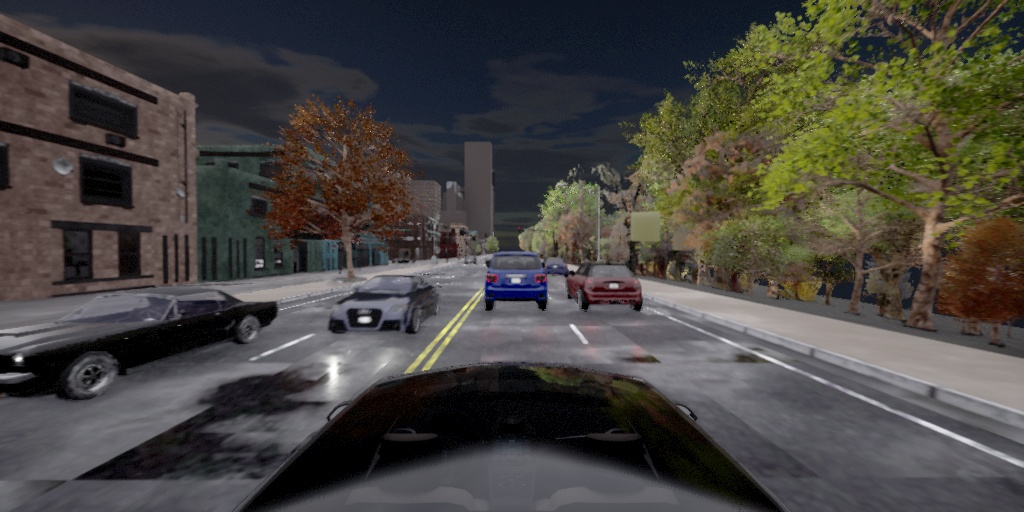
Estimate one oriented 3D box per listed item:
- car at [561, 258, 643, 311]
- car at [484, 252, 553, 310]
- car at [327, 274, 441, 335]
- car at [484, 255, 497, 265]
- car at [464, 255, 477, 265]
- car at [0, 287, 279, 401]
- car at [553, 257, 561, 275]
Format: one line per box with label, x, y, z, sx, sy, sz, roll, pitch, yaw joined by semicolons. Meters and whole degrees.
car;3.392;0.986;14.022;2.097;1.767;4.553;0;1;0
car;0.145;0.848;14.078;2.150;2.045;5.566;0;1;0
car;-3.318;1.223;10.070;1.994;1.385;4.181;0;1;0
car;-3.592;0.660;59.861;1.882;1.535;5.008;0;1;-1
car;-6.841;0.654;59.705;2.128;1.511;4.902;0;0;-1
car;-6.582;1.290;6.415;1.895;1.301;4.718;0;1;0
car;3.341;0.824;30.054;2.097;1.767;4.553;0;1;0
